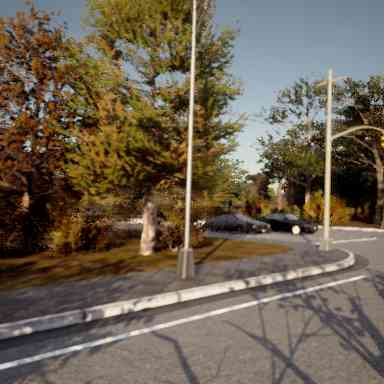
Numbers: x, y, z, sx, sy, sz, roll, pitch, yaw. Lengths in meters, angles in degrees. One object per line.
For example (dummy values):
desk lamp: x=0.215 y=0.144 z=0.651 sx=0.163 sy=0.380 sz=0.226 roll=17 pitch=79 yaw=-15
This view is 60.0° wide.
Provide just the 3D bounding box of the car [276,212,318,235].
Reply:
car: x=6.994 y=2.311 z=24.982 sx=1.882 sy=1.535 sz=5.008 roll=3 pitch=-4 yaw=-37

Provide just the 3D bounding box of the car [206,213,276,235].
car: x=3.150 y=2.300 z=24.284 sx=2.033 sy=1.411 sz=5.357 roll=3 pitch=-4 yaw=-38
